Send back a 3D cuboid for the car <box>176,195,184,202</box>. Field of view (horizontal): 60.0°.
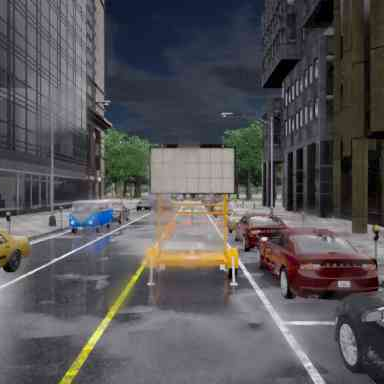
[{"bbox_3d":[-2.877,1.519,76.996,2.128,1.511,4.902,0,0,0],"label":"car"}]

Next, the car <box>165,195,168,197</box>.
[{"bbox_3d":[-5.672,1.581,57.239,1.947,1.339,4.313,0,0,0],"label":"car"}]

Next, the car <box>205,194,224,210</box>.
[{"bbox_3d":[2.818,1.320,35.475,2.192,1.841,5.009,0,0,0],"label":"car"}]

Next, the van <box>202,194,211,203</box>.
[{"bbox_3d":[2.870,1.363,68.100,1.690,1.788,3.998,0,0,0],"label":"van"}]

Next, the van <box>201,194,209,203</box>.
[{"bbox_3d":[2.879,1.367,73.538,1.690,1.788,3.998,0,0,0],"label":"van"}]

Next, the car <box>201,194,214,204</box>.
[{"bbox_3d":[2.861,1.334,62.663,2.192,1.841,5.009,0,0,0],"label":"car"}]

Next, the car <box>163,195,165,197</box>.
[{"bbox_3d":[-5.681,1.537,51.632,1.752,1.417,4.829,0,0,0],"label":"car"}]

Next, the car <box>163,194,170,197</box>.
[{"bbox_3d":[-5.664,1.544,62.507,1.752,1.417,4.829,0,0,0],"label":"car"}]

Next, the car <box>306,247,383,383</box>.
[{"bbox_3d":[2.767,1.551,2.849,2.008,1.369,4.403,0,0,0],"label":"car"}]

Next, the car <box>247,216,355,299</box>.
[{"bbox_3d":[2.776,1.545,8.287,1.887,1.381,4.507,0,0,0],"label":"car"}]

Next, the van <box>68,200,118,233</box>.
[{"bbox_3d":[-5.733,1.342,19.176,1.690,1.788,3.998,0,0,0],"label":"van"}]

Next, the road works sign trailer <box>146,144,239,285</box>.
[{"bbox_3d":[0.015,0.465,9.434,2.380,3.560,2.880,0,0,0],"label":"road works sign trailer"}]

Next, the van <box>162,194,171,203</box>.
[{"bbox_3d":[-5.647,1.367,73.552,1.690,1.788,3.998,0,0,0],"label":"van"}]

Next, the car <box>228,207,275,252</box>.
[{"bbox_3d":[2.784,1.545,13.725,1.887,1.381,4.507,0,0,0],"label":"car"}]

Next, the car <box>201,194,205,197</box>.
[{"bbox_3d":[2.853,1.455,57.225,1.967,1.590,4.097,0,0,0],"label":"car"}]

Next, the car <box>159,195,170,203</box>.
[{"bbox_3d":[-5.655,1.462,68.114,1.967,1.590,4.097,0,0,0],"label":"car"}]

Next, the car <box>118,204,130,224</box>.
[{"bbox_3d":[-5.724,1.553,24.614,2.008,1.369,4.403,0,0,0],"label":"car"}]

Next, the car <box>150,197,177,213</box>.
[{"bbox_3d":[-3.041,1.553,36.771,2.033,1.411,5.357,0,0,0],"label":"car"}]

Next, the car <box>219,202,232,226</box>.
[{"bbox_3d":[2.793,1.527,19.332,1.752,1.417,4.829,0,0,0],"label":"car"}]

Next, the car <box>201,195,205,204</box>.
[{"bbox_3d":[2.844,1.557,51.788,1.887,1.381,4.507,0,0,0],"label":"car"}]

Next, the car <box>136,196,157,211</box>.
[{"bbox_3d":[-5.698,1.573,40.926,1.947,1.339,4.313,0,0,0],"label":"car"}]

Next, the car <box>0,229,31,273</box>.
[{"bbox_3d":[-5.750,1.526,8.131,1.752,1.417,4.829,0,0,0],"label":"car"}]

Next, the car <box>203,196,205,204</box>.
[{"bbox_3d":[2.836,1.535,46.520,1.752,1.417,4.829,0,0,0],"label":"car"}]

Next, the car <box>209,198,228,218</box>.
[{"bbox_3d":[2.810,1.529,30.207,1.752,1.417,4.829,0,0,0],"label":"car"}]
